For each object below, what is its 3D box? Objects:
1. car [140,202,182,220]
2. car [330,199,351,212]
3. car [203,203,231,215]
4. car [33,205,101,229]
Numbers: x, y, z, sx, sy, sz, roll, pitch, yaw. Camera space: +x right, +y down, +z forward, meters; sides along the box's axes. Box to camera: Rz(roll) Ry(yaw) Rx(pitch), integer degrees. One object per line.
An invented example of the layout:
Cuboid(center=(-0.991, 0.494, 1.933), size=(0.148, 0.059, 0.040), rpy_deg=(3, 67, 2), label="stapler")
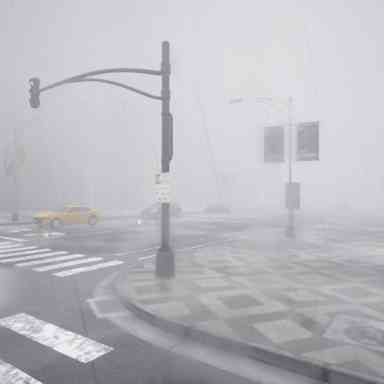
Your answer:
Cuboid(center=(-2.979, 1.733, 32.467), size=(2.097, 1.767, 4.553), rpy_deg=(0, -1, 35), label="car")
Cuboid(center=(24.501, 2.381, 54.136), size=(2.128, 1.511, 4.902), rpy_deg=(0, -1, 35), label="car")
Cuboid(center=(3.147, 2.099, 41.123), size=(1.994, 1.385, 4.181), rpy_deg=(0, -1, 36), label="car")
Cuboid(center=(-8.924, 1.709, 24.080), size=(1.882, 1.535, 5.008), rpy_deg=(0, -1, 34), label="car")
